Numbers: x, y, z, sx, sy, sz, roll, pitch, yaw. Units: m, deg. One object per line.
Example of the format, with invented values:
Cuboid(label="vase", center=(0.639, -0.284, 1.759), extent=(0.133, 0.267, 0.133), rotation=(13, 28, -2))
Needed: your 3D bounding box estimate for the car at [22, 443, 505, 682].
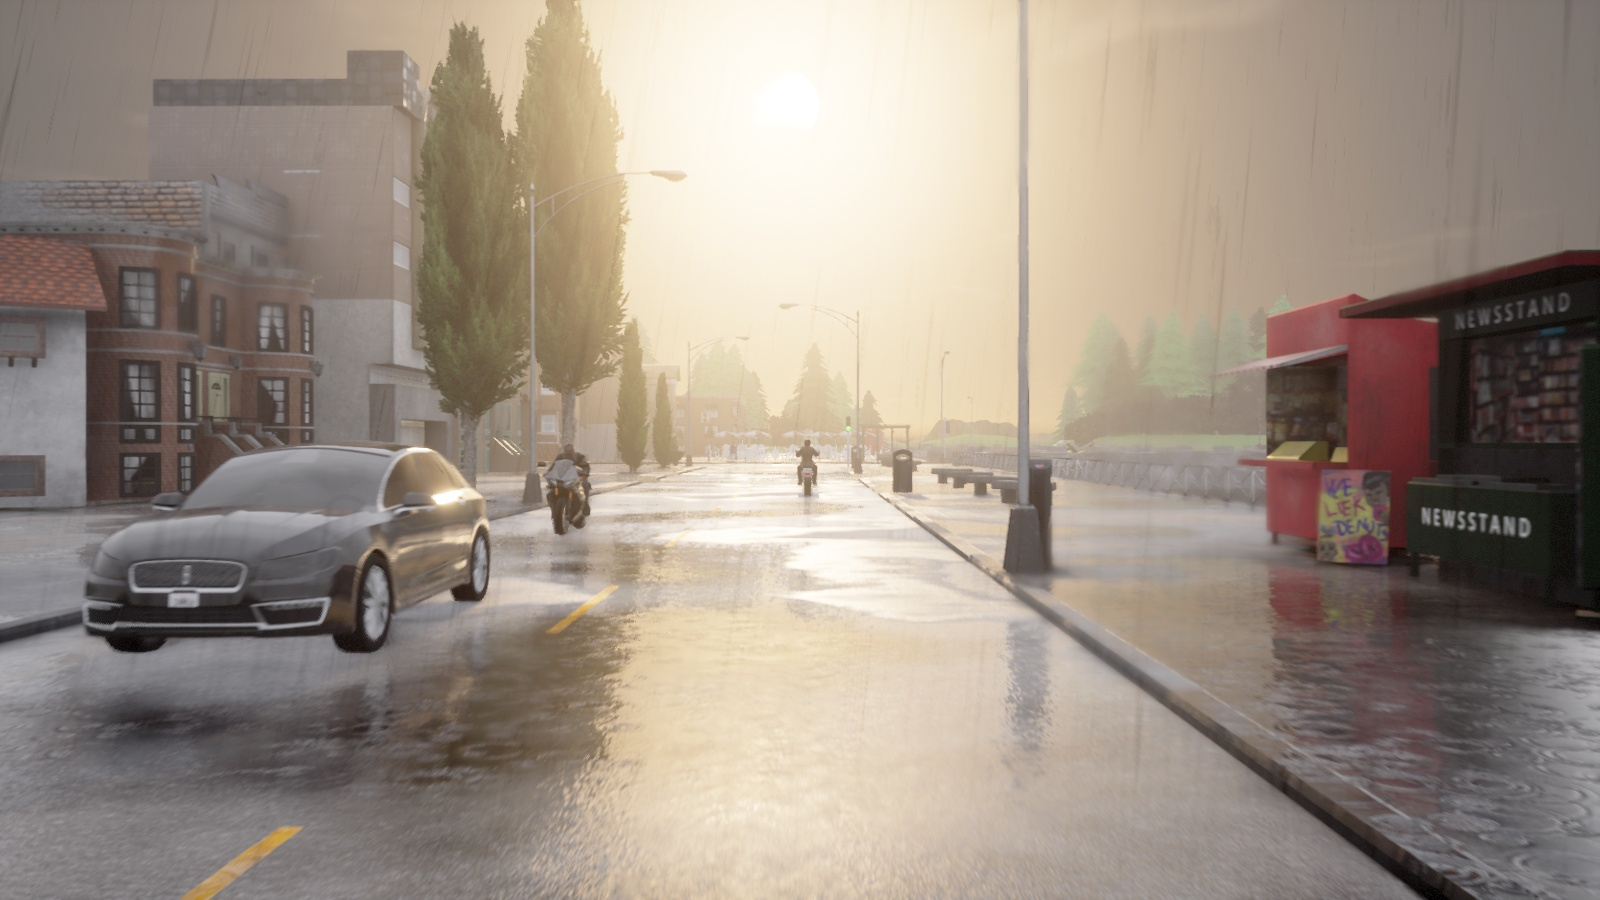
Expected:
Cuboid(label="car", center=(-3.927, 0.690, 10.292), extent=(1.837, 1.490, 4.892), rotation=(0, 0, 0))

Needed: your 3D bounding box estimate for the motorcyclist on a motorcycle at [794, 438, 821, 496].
Cuboid(label="motorcyclist on a motorcycle", center=(0.220, 0.489, 36.976), extent=(0.766, 1.649, 2.350), rotation=(0, 0, 0))

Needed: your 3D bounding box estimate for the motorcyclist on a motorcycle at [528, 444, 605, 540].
Cuboid(label="motorcyclist on a motorcycle", center=(-3.869, 0.660, 20.984), extent=(0.866, 1.530, 2.191), rotation=(0, 0, 0))
